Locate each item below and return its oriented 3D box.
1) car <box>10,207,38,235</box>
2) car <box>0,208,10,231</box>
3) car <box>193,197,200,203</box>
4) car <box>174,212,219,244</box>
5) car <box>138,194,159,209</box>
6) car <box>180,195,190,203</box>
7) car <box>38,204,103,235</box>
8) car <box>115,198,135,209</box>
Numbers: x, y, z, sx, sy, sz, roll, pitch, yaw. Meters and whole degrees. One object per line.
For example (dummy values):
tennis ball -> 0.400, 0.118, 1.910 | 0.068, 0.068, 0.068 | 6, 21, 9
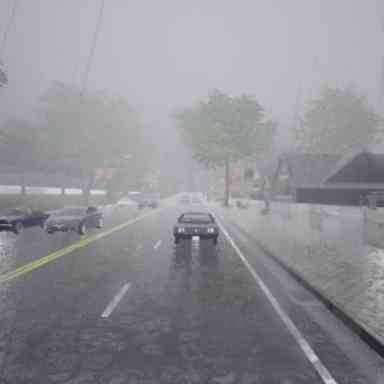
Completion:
car -> -9.599, 1.507, 18.408 | 1.895, 1.301, 4.718 | 1, 0, 1
car -> -6.519, 1.284, 7.531 | 2.097, 1.767, 4.553 | 1, 0, 1
car -> 1.227, 2.278, 87.409 | 1.994, 1.385, 4.181 | 1, -1, 1
car -> 0.203, 1.609, 15.839 | 1.895, 1.301, 4.718 | 1, 0, 1
car -> -5.869, 1.351, 45.461 | 2.150, 2.045, 5.566 | 1, 0, 1
car -> -2.022, 2.243, 87.468 | 1.994, 1.385, 4.181 | 1, -1, 1
car -> -6.347, 1.447, 18.451 | 1.837, 1.490, 4.892 | 1, 0, 1
car -> -9.121, 1.576, 45.530 | 1.812, 1.442, 4.674 | 1, 0, 1
